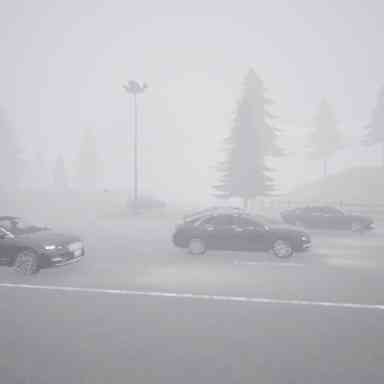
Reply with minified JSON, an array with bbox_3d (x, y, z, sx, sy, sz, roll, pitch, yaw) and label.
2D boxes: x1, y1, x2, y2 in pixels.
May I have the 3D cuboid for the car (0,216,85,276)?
[{"bbox_3d":[-5.663,1.491,9.961,4.902,1.511,2.128,0,0,11],"label":"car"}]

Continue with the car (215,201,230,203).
[{"bbox_3d":[5.357,1.367,58.774,2.033,1.411,5.357,0,0,-6],"label":"car"}]

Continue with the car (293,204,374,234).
[{"bbox_3d":[7.155,1.427,18.075,4.892,1.490,1.837,-1,0,11],"label":"car"}]

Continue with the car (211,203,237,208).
[{"bbox_3d":[1.876,1.443,15.574,4.902,1.511,2.128,0,0,11],"label":"car"}]

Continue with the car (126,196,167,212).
[{"bbox_3d":[-5.139,1.273,38.109,4.553,1.767,2.097,0,0,-38],"label":"car"}]

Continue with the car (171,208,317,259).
[{"bbox_3d":[1.701,1.467,12.038,4.892,1.490,1.837,-1,0,11],"label":"car"}]
